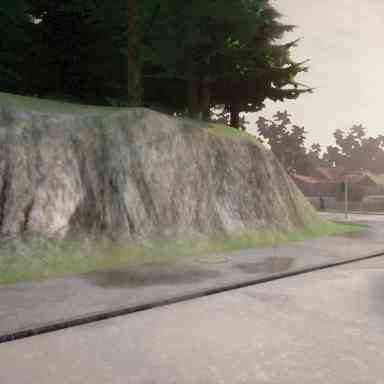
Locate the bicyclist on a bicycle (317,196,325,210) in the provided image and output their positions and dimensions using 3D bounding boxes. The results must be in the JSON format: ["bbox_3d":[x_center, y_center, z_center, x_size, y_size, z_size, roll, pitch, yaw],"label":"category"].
[{"bbox_3d":[15.552,1.349,39.986,1.656,1.620,0.582,0,0,-36],"label":"bicyclist on a bicycle"}]
